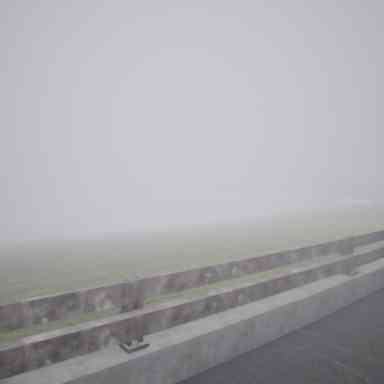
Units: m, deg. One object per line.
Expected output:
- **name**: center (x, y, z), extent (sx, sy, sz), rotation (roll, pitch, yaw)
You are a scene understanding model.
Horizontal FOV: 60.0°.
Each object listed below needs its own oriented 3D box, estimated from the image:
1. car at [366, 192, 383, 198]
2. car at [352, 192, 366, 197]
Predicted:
- **car**: center (45.726, 0.730, 81.999), extent (1.994, 1.385, 4.181), rotation (-1, 0, -1)
- **car**: center (42.237, 0.721, 84.122), extent (1.837, 1.490, 4.892), rotation (-1, 0, -1)
